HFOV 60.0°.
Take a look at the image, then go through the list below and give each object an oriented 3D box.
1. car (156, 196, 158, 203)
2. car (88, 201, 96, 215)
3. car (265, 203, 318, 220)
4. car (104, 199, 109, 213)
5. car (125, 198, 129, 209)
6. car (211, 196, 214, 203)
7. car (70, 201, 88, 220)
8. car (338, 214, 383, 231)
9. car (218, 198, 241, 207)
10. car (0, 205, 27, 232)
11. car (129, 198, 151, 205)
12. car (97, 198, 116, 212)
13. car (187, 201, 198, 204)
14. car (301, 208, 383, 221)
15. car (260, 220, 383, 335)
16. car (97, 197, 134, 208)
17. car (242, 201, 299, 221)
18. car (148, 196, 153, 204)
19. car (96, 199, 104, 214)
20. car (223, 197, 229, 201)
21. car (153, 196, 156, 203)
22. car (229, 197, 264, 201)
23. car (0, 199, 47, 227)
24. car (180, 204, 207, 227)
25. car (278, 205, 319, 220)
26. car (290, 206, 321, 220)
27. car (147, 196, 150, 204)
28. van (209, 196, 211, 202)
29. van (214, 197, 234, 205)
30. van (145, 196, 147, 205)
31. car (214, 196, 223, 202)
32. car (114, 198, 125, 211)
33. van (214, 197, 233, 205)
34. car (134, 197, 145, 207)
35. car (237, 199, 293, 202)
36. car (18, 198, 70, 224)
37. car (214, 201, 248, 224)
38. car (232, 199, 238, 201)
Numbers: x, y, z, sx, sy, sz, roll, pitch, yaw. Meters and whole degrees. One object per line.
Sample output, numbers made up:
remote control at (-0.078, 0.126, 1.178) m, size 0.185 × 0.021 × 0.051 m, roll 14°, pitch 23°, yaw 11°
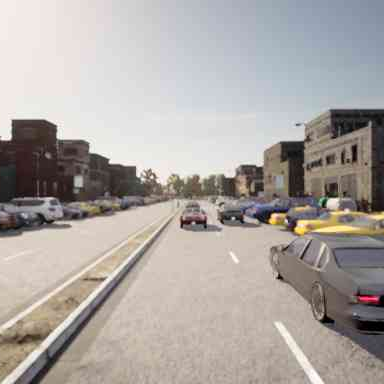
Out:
car at (-12.622, 2.315, 91.898) m, size 4.553 × 1.767 × 2.185 m, roll 0°, pitch -1°, yaw 0°
car at (-12.630, 1.831, 33.542) m, size 4.792 × 1.488 × 2.163 m, roll 0°, pitch -1°, yaw 0°
car at (7.829, 1.667, 21.614) m, size 5.366 × 1.575 × 1.946 m, roll 0°, pitch -1°, yaw 0°
car at (-12.674, 1.895, 39.100) m, size 4.792 × 1.488 × 2.163 m, roll 0°, pitch -1°, yaw 0°
car at (-12.628, 1.995, 50.210) m, size 4.892 × 1.521 × 2.231 m, roll 0°, pitch -1°, yaw 0°
car at (7.608, 2.035, 74.006) m, size 5.566 × 2.045 × 2.435 m, roll 0°, pitch -1°, yaw 0°
car at (-12.638, 1.800, 30.765) m, size 4.792 × 1.488 × 2.163 m, roll 0°, pitch -1°, yaw 0°
car at (7.618, 1.594, 10.578) m, size 4.792 × 1.488 × 2.163 m, roll 0°, pitch -1°, yaw 0°
car at (7.617, 2.103, 68.366) m, size 4.553 × 1.767 × 2.185 m, roll 0°, pitch -1°, yaw 0°
car at (-12.694, 1.694, 19.522) m, size 4.674 × 1.452 × 2.002 m, roll 0°, pitch -1°, yaw 0°
car at (-12.643, 2.323, 80.783) m, size 5.008 × 1.535 × 2.097 m, roll 0°, pitch -1°, yaw 0°
car at (-12.643, 1.897, 41.755) m, size 5.008 × 1.535 × 2.097 m, roll 0°, pitch -1°, yaw 0°
car at (0.080, 1.935, 41.420) m, size 1.837 × 1.490 × 4.892 m, roll 0°, pitch -1°, yaw 0°
car at (7.464, 1.586, 13.336) m, size 5.366 × 1.575 × 1.946 m, roll 0°, pitch -1°, yaw 0°
car at (3.105, 1.603, 7.194) m, size 2.033 × 1.411 × 5.357 m, roll 0°, pitch 0°, yaw 0°
car at (-12.608, 1.774, 52.992) m, size 5.566 × 2.045 × 2.435 m, roll 0°, pitch -1°, yaw 0°
car at (7.633, 1.837, 32.639) m, size 4.674 × 1.452 × 2.002 m, roll 0°, pitch -1°, yaw 0°
car at (-12.462, 2.291, 78.004) m, size 5.366 × 1.575 × 1.946 m, roll 0°, pitch -1°, yaw 0°
car at (-12.838, 1.830, 36.323) m, size 5.366 × 1.575 × 1.946 m, roll 0°, pitch -1°, yaw 0°
car at (7.585, 1.724, 46.429) m, size 5.566 × 2.045 × 2.435 m, roll 0°, pitch -1°, yaw 0°
car at (-12.646, 2.381, 86.343) m, size 5.008 × 1.535 × 2.097 m, roll 0°, pitch -1°, yaw 0°
car at (7.586, 1.815, 43.670) m, size 4.553 × 1.767 × 2.185 m, roll 0°, pitch -1°, yaw 0°
car at (-12.721, 1.557, 22.394) m, size 4.553 × 1.767 × 2.185 m, roll 0°, pitch -1°, yaw 0°
car at (0.092, 1.822, 24.401) m, size 1.895 × 1.301 × 4.718 m, roll 0°, pitch -1°, yaw 0°
car at (7.677, 1.672, 18.855) m, size 4.792 × 1.488 × 2.163 m, roll 0°, pitch -1°, yaw 0°
car at (7.836, 1.612, 16.099) m, size 5.366 × 1.575 × 1.946 m, roll 0°, pitch -1°, yaw 0°
car at (-12.648, 2.306, 75.224) m, size 4.674 × 1.452 × 2.002 m, roll 0°, pitch -1°, yaw 0°
van at (7.676, 2.225, 90.552) m, size 4.442 × 1.987 × 1.878 m, roll 0°, pitch -1°, yaw 0°
van at (7.460, 2.087, 76.764) m, size 4.442 × 1.987 × 1.878 m, roll 0°, pitch -1°, yaw 0°
van at (-12.761, 2.011, 72.447) m, size 4.442 × 1.987 × 1.878 m, roll 0°, pitch -1°, yaw 0°
car at (7.618, 1.950, 65.732) m, size 5.566 × 2.045 × 2.435 m, roll 0°, pitch -1°, yaw 0°
car at (-12.639, 1.962, 47.430) m, size 5.008 × 1.535 × 2.097 m, roll 0°, pitch -1°, yaw 0°
van at (7.686, 2.140, 82.279) m, size 4.442 × 1.987 × 1.878 m, roll 0°, pitch -1°, yaw 0°
car at (-12.636, 2.179, 66.886) m, size 4.892 × 1.521 × 2.231 m, roll 0°, pitch -1°, yaw 0°
car at (7.622, 1.832, 35.397) m, size 5.008 × 1.535 × 2.097 m, roll 0°, pitch -1°, yaw 0°
car at (-12.710, 1.459, 25.208) m, size 5.566 × 2.045 × 2.435 m, roll 0°, pitch -1°, yaw 0°
car at (3.097, 1.760, 27.416) m, size 1.837 × 1.490 × 4.892 m, roll 0°, pitch -1°, yaw 0°
car at (7.617, 1.946, 41.041) m, size 4.674 × 1.452 × 2.002 m, roll 0°, pitch -1°, yaw 0°
